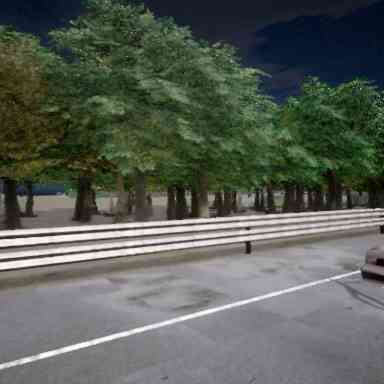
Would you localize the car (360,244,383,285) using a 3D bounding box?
[{"bbox_3d":[6.291,1.544,8.233,5.357,1.411,2.033,0,0,-36],"label":"car"}]
